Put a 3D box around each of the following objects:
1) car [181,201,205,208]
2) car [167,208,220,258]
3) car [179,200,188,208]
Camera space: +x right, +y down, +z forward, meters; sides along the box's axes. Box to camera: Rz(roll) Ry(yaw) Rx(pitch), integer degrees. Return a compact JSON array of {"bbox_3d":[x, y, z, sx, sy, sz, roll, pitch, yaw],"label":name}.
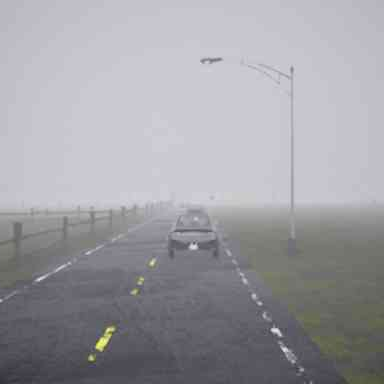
[{"bbox_3d":[0.364,1.818,28.429,1.837,1.490,4.892,0,0,2],"label":"car"},{"bbox_3d":[0.093,1.641,13.455,2.128,1.511,4.902,0,0,1],"label":"car"},{"bbox_3d":[-1.232,2.195,59.555,2.033,1.411,5.357,0,-1,3],"label":"car"}]
